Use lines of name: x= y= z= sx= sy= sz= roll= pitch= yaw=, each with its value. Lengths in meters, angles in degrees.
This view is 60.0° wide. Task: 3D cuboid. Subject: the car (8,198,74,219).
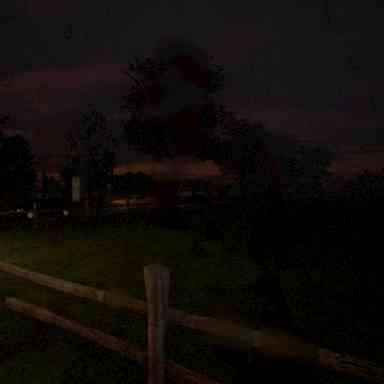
car: x=-11.658 y=1.227 z=25.991 sx=1.837 sy=1.490 sz=4.892 roll=0 pitch=1 yaw=37

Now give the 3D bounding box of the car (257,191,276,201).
car: x=12.033 y=0.622 z=53.038 sx=1.837 sy=1.490 sz=4.892 roll=0 pitch=1 yaw=37

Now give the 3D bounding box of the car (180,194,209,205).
car: x=0.400 y=0.937 z=42.245 sx=1.994 sy=1.385 sz=4.181 roll=0 pitch=1 yaw=37

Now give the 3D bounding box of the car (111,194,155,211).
car: x=-5.931 y=1.032 z=33.722 sx=1.882 sy=1.535 sz=5.008 roll=0 pitch=1 yaw=36
